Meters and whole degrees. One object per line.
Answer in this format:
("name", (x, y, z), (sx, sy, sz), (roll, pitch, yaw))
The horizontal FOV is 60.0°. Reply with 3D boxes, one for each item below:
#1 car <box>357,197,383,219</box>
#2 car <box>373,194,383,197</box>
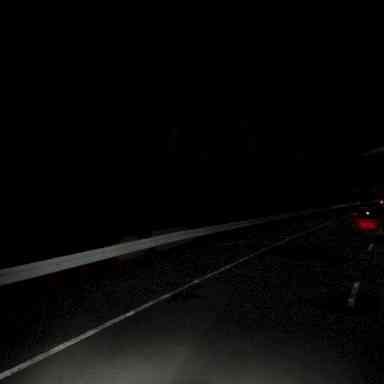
("car", (16.006, 1.505, 29.643), (1.837, 1.490, 4.892), (0, 0, 35))
("car", (22.049, 1.221, 38.186), (2.150, 2.045, 5.566), (0, 0, 35))
